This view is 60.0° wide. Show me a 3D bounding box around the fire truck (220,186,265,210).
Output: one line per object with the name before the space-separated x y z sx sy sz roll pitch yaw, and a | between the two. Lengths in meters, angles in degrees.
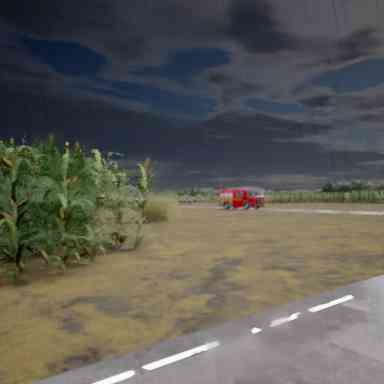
fire truck | 8.560 1.024 57.490 2.891 3.827 8.468 0 -1 -35
